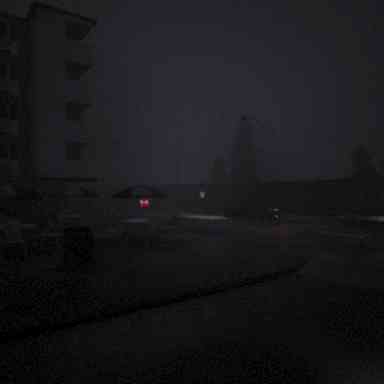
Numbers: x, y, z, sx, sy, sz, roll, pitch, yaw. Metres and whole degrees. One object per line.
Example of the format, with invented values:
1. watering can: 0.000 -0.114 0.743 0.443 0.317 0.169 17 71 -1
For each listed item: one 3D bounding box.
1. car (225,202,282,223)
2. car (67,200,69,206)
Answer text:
1. car: 4.557 1.472 25.240 2.128 1.511 4.902 0 0 -35
2. car: -22.155 1.531 55.695 2.033 1.411 5.357 0 0 -35
